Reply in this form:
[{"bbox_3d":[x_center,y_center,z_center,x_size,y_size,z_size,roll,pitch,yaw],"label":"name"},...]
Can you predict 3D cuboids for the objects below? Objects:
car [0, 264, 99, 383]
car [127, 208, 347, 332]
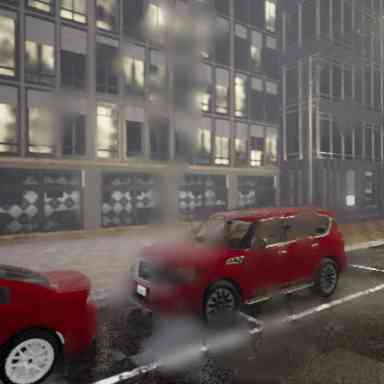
[{"bbox_3d":[-3.364,1.546,3.700,4.507,1.381,1.887,0,0,-36],"label":"car"},{"bbox_3d":[1.218,1.296,6.963,5.009,1.841,2.192,0,0,-35],"label":"car"}]
